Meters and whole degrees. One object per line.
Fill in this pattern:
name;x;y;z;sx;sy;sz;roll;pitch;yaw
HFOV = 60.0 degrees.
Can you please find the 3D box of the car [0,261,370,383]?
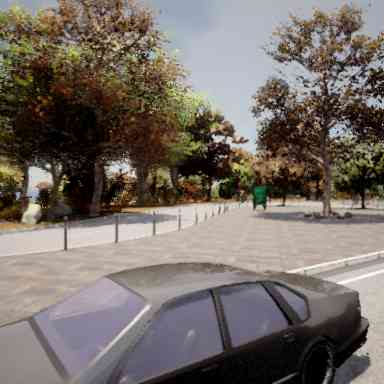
car;-0.249;1.544;3.494;5.357;1.411;2.033;0;0;-35
